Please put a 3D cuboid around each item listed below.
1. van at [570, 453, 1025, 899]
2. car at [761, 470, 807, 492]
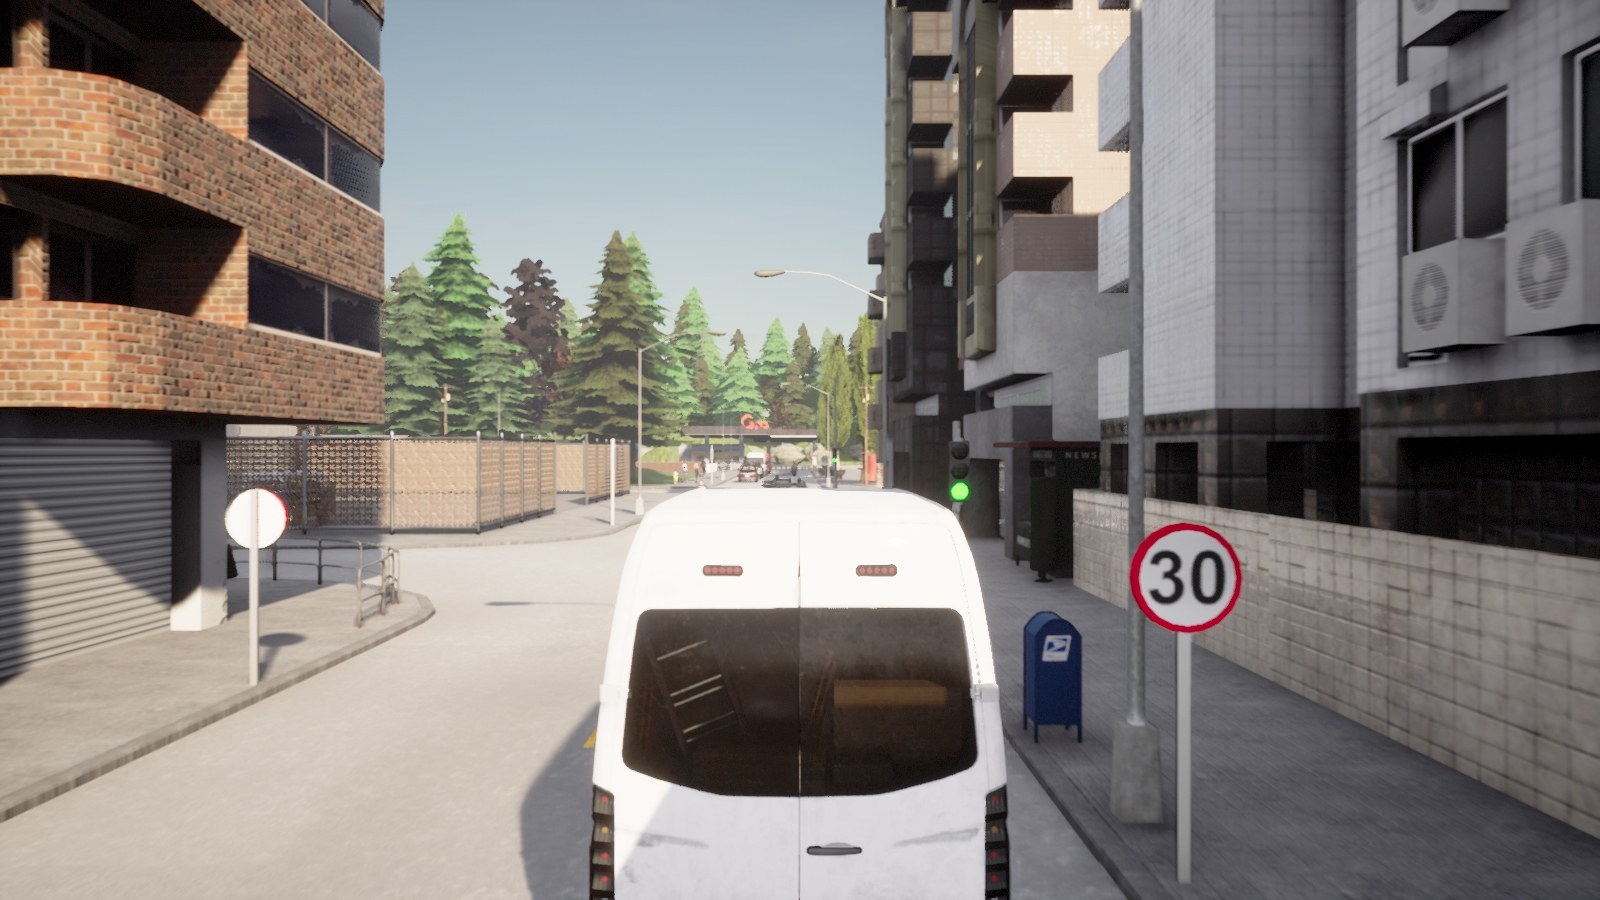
[{"bbox_3d":[-0.025,1.316,7.953,1.988,2.561,5.915,0,0,0],"label":"van"},{"bbox_3d":[-1.031,1.945,72.826,1.895,1.301,4.718,0,0,-14],"label":"car"}]
